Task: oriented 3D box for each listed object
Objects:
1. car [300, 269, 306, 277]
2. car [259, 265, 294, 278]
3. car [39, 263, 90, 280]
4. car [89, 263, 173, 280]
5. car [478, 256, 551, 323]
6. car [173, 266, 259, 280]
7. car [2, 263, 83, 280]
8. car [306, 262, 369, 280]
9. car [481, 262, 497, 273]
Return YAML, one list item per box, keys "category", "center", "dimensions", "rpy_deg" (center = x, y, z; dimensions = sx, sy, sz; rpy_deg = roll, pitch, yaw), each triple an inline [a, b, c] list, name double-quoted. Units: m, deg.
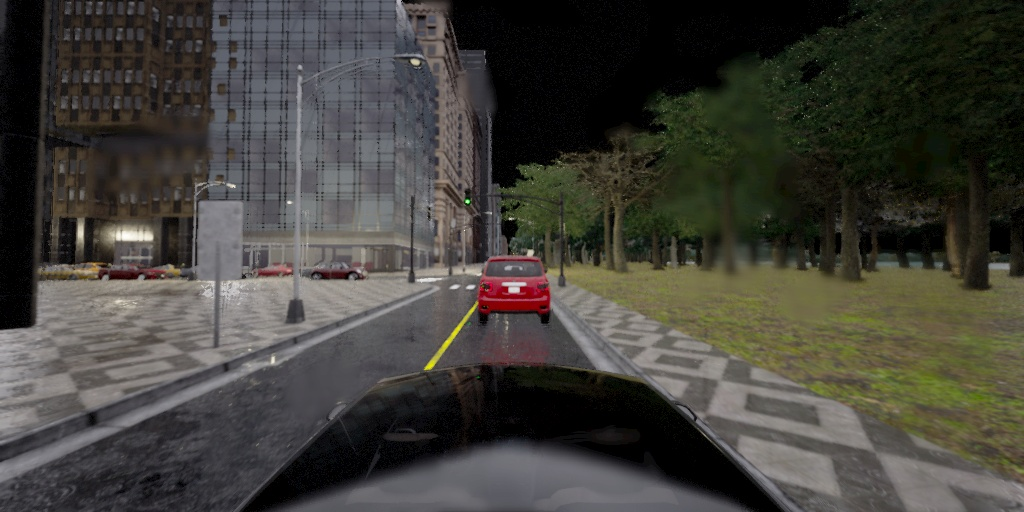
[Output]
- category: "car"
  center: [-15.421, 1.403, 31.195]
  dimensions: [5.357, 1.411, 2.033]
  rpy_deg: [0, -2, 5]
- category: "car"
  center: [-24.493, 1.615, 36.965]
  dimensions: [4.207, 1.307, 1.802]
  rpy_deg: [0, 0, 0]
- category: "car"
  center: [-35.290, 1.311, 28.428]
  dimensions: [4.829, 1.417, 1.751]
  rpy_deg: [0, 0, 0]
- category: "car"
  center: [-29.973, 1.328, 28.436]
  dimensions: [4.507, 1.381, 1.888]
  rpy_deg: [0, 0, 0]
- category: "car"
  center: [0.093, 1.015, 12.462]
  dimensions: [2.150, 2.045, 5.566]
  rpy_deg: [0, 0, 1]
- category: "car"
  center: [-25.575, 1.407, 31.129]
  dimensions: [5.357, 1.411, 2.033]
  rpy_deg: [0, -2, 0]
- category: "car"
  center: [-44.720, 1.456, 34.243]
  dimensions: [4.902, 1.511, 2.128]
  rpy_deg: [0, -2, 1]
- category: "car"
  center: [-13.542, 1.213, 28.458]
  dimensions: [4.097, 1.591, 1.967]
  rpy_deg: [0, 0, -1]
- category: "car"
  center: [-3.112, 1.544, 48.912]
  dimensions: [2.033, 1.411, 5.357]
  rpy_deg: [0, 0, -3]
